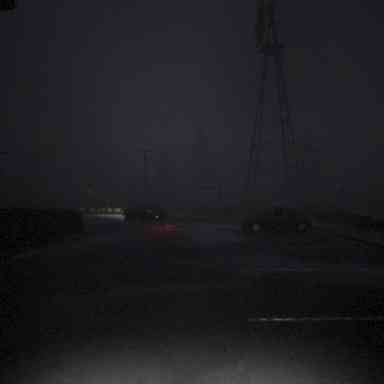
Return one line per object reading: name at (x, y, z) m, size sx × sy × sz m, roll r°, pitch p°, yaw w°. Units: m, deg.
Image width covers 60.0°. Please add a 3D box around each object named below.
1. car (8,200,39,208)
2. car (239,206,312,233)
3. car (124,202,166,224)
car at (-17.632, 1.561, 34.894) m, size 2.128 × 1.511 × 4.902 m, roll -1°, pitch 0°, yaw -7°
car at (4.652, 1.516, 18.926) m, size 3.905 × 1.438 × 1.784 m, roll 0°, pitch 0°, yaw -1°
car at (-3.617, 1.515, 24.905) m, size 2.128 × 1.511 × 4.902 m, roll 0°, pitch 0°, yaw -30°
